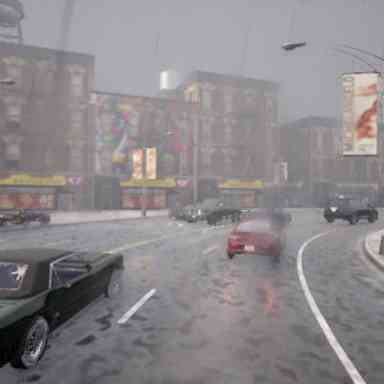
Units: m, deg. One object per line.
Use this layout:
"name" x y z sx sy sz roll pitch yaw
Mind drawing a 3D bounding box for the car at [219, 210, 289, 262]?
"car" 2.575 1.651 12.807 1.812 1.442 4.674 0 -1 18

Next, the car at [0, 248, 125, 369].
"car" -2.738 1.630 5.787 1.895 1.301 4.718 0 0 7

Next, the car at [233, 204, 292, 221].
"car" 5.616 1.797 25.132 2.033 1.411 5.357 0 -1 41

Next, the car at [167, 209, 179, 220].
"car" 0.196 1.796 29.754 2.033 1.411 5.357 0 -1 40

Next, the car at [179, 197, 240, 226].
"car" 1.842 1.453 26.237 2.150 2.045 5.566 0 -1 39

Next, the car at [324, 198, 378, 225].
"car" 13.104 1.544 27.417 5.566 2.045 2.150 1 -1 -38
